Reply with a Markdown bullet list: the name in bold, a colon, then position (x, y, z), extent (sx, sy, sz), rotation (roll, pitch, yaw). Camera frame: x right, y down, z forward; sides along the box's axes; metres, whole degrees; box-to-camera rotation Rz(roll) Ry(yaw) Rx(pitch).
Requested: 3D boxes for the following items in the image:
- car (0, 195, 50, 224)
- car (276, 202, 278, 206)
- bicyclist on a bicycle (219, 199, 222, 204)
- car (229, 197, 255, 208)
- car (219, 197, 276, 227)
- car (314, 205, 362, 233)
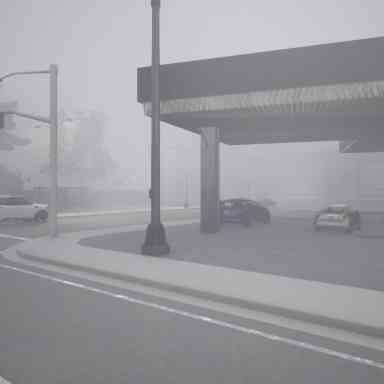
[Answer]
- **car**: position (-12.357, 1.221, 22.429), extent (2.150, 2.045, 5.566), rotation (0, 0, 36)
- **car**: position (10.517, 1.547, 47.966), extent (2.033, 1.411, 5.357), rotation (0, 0, 37)
- **bicyclist on a bicycle**: position (2.550, 1.387, 29.682), extent (0.582, 1.620, 1.656), rotation (0, -9, -36)
- **car**: position (7.530, 1.505, 49.816), extent (1.837, 1.490, 4.892), rotation (0, 0, 36)
- **car**: position (3.430, 1.295, 22.027), extent (2.242, 1.667, 4.611), rotation (0, 0, 37)
- **car**: position (8.504, 1.456, 19.228), extent (1.970, 1.475, 3.806), rotation (0, 0, 37)
